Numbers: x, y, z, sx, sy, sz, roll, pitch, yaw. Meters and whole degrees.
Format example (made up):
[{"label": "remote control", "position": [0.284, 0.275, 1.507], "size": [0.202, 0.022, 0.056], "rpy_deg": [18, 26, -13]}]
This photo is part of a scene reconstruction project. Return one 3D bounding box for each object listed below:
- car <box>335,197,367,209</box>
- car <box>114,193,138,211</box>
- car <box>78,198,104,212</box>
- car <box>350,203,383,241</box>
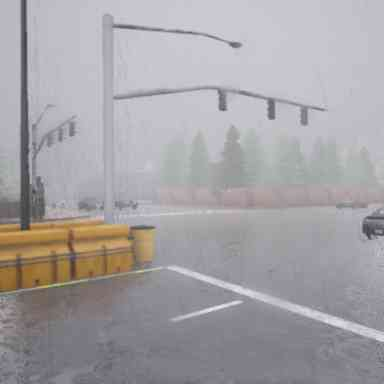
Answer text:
[{"label": "car", "position": [18.536, 1.288, 38.681], "size": [4.181, 1.385, 1.994], "rpy_deg": [-1, 0, -35]}, {"label": "car", "position": [-8.637, 1.105, 40.040], "size": [2.150, 2.045, 5.566], "rpy_deg": [-1, 0, -39]}, {"label": "car", "position": [-11.592, 1.400, 38.244], "size": [2.128, 1.511, 4.902], "rpy_deg": [-1, 0, -36]}, {"label": "car", "position": [9.514, 1.372, 14.826], "size": [4.902, 1.511, 2.128], "rpy_deg": [-1, 0, -35]}]
